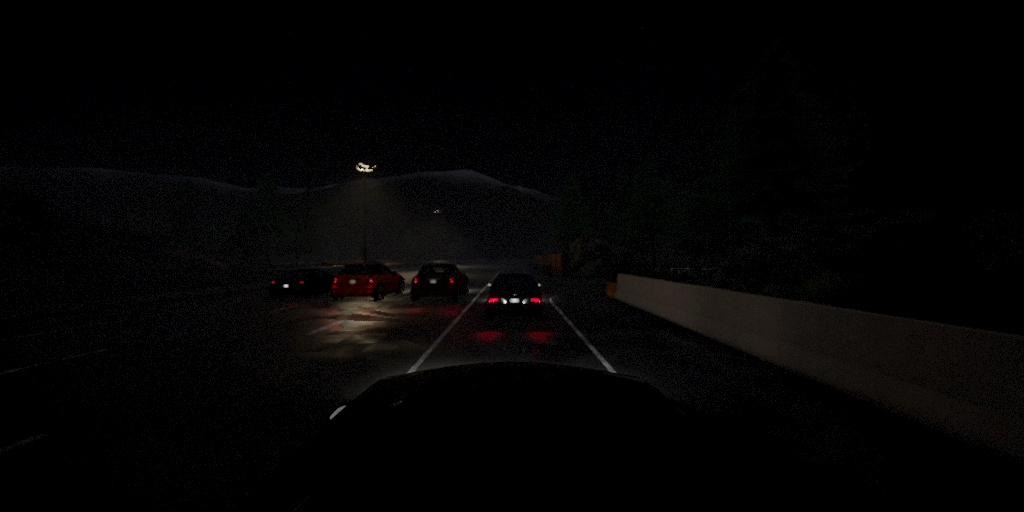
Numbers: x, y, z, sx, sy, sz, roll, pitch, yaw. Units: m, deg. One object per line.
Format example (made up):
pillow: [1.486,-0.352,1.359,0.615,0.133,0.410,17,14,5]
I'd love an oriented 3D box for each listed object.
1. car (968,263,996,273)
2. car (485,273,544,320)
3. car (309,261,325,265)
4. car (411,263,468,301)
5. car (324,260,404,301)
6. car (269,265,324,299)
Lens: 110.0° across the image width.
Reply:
car: [47.528,1.360,36.910,1.994,1.385,4.181,0,0,1]
car: [0.080,1.323,12.711,2.033,1.411,5.357,0,0,0]
car: [-24.591,1.380,45.649,1.812,1.442,4.674,0,0,0]
car: [-3.412,1.140,17.679,2.097,1.767,4.553,0,0,0]
car: [-6.912,1.140,17.687,2.097,1.767,4.553,0,0,0]
car: [-10.410,1.354,18.526,1.994,1.385,4.181,0,0,0]
